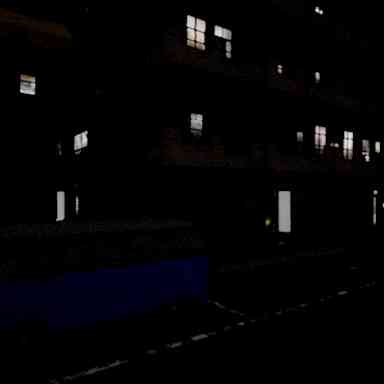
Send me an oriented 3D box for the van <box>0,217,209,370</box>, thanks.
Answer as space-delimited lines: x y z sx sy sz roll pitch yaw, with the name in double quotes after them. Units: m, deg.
-1.612 1.350 5.421 3.998 1.788 1.690 0 -1 -35 "van"
